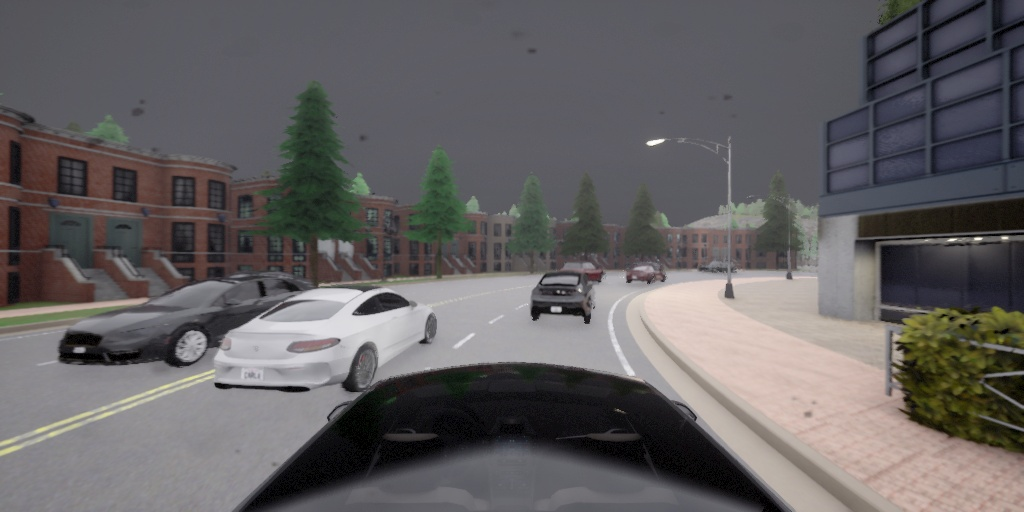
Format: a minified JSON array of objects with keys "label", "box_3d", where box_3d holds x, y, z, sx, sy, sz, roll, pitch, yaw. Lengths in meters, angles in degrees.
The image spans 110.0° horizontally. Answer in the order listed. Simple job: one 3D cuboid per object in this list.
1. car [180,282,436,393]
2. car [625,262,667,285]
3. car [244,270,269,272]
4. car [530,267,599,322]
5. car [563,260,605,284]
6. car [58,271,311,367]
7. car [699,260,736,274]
[{"label":"car","box_3d":[-2.888,1.270,6.635,1.812,1.442,4.674,0,0,6]},{"label":"car","box_3d":[10.396,1.397,27.764,1.812,1.442,4.674,0,0,41]},{"label":"car","box_3d":[-9.086,1.248,12.496,1.812,1.442,4.674,0,0,14]},{"label":"car","box_3d":[1.909,1.291,12.557,1.837,1.490,4.892,0,0,15]},{"label":"car","box_3d":[5.307,1.192,26.951,2.097,1.767,4.553,0,0,35]},{"label":"car","box_3d":[-6.401,1.232,8.022,1.837,1.490,4.892,0,0,9]},{"label":"car","box_3d":[26.419,1.360,46.169,4.553,1.767,2.097,0,0,-16]}]
